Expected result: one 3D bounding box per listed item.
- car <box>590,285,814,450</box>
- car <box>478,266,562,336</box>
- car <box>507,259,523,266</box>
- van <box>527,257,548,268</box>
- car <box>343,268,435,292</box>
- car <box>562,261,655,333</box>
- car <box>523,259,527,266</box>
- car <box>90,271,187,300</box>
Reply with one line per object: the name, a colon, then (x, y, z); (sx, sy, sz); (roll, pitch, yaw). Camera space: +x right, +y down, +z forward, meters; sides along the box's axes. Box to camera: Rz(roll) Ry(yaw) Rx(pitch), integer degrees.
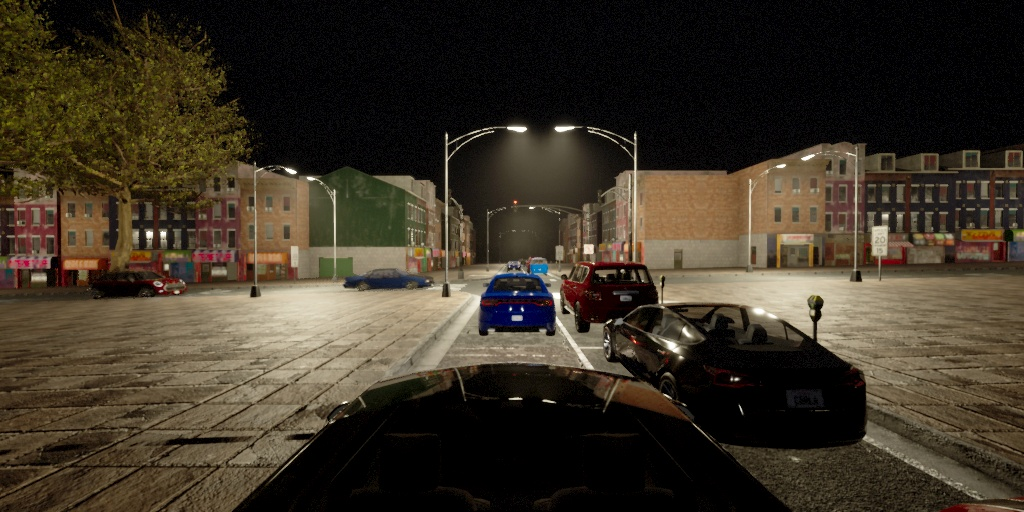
car: (2.646, 1.315, 5.293); (1.948, 1.339, 4.313); (0, 0, 0)
car: (0.144, 1.227, 10.419); (1.882, 1.535, 5.008); (0, 0, 1)
car: (0.281, 1.379, 49.161); (1.895, 1.301, 4.718); (0, 0, 0)
van: (2.760, 1.104, 37.056); (1.690, 1.789, 3.998); (0, 0, 0)
car: (-7.649, 1.483, 22.468); (5.357, 1.411, 2.033); (-2, 1, 0)
car: (2.666, 1.064, 10.695); (2.192, 1.841, 5.009); (0, 0, 0)
car: (2.779, 1.084, 42.462); (2.192, 1.841, 5.009); (0, 0, 0)
car: (-23.306, 1.742, 22.512); (4.553, 1.767, 2.097); (-2, 1, 0)
